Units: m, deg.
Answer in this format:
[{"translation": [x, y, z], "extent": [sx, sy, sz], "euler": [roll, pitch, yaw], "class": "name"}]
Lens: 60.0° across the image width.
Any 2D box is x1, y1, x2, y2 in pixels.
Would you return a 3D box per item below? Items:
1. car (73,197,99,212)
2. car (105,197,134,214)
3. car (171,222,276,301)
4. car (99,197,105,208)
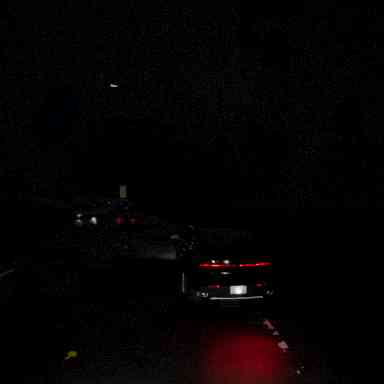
[{"translation": [-12.053, 1.312, 37.189], "extent": [1.882, 1.535, 5.008], "euler": [1, 0, -26], "class": "car"}, {"translation": [-7.470, 1.382, 34.822], "extent": [1.882, 1.535, 5.008], "euler": [1, 0, -24], "class": "car"}, {"translation": [0.580, 1.506, 8.379], "extent": [1.837, 1.490, 4.892], "euler": [0, 0, -6], "class": "car"}, {"translation": [-11.744, 1.379, 43.865], "extent": [2.033, 1.411, 5.357], "euler": [1, 0, -31], "class": "car"}]
